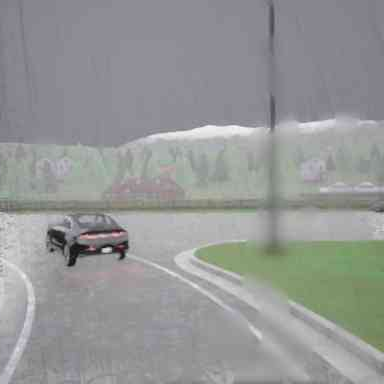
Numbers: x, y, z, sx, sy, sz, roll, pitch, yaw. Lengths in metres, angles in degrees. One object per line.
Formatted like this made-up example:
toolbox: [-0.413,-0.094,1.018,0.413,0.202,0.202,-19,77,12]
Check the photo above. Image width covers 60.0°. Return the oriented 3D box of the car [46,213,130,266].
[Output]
car: [-3.815,1.498,11.728,2.128,1.511,4.902,-1,0,-33]

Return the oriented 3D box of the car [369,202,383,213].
car: [18.787,1.232,30.198,4.892,1.490,1.837,-1,0,2]
